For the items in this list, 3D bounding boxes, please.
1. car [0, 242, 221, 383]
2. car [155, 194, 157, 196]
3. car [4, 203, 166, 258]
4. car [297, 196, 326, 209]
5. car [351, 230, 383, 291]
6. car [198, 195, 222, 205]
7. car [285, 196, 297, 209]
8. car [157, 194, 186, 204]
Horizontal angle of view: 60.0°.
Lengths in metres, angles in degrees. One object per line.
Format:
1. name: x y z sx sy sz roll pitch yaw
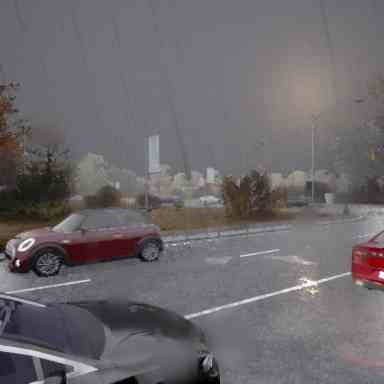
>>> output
1. car: -1.961 1.492 2.332 4.902 1.511 2.128 0 0 -35
2. car: -7.491 1.189 66.099 2.097 1.767 4.553 -1 0 -39
3. car: -3.196 1.348 10.302 4.553 1.767 2.097 0 0 -35
4. car: 13.514 1.247 39.711 2.128 1.511 4.902 -1 0 -39
5. car: 5.757 1.445 7.845 5.008 1.535 1.882 0 0 -35
6. car: 2.856 1.290 53.025 1.812 1.442 4.674 -1 0 -39
7. car: 9.473 1.313 39.162 1.812 1.442 4.674 -1 1 -39
8. car: -3.220 1.345 55.024 2.033 1.411 5.357 -1 0 -38
